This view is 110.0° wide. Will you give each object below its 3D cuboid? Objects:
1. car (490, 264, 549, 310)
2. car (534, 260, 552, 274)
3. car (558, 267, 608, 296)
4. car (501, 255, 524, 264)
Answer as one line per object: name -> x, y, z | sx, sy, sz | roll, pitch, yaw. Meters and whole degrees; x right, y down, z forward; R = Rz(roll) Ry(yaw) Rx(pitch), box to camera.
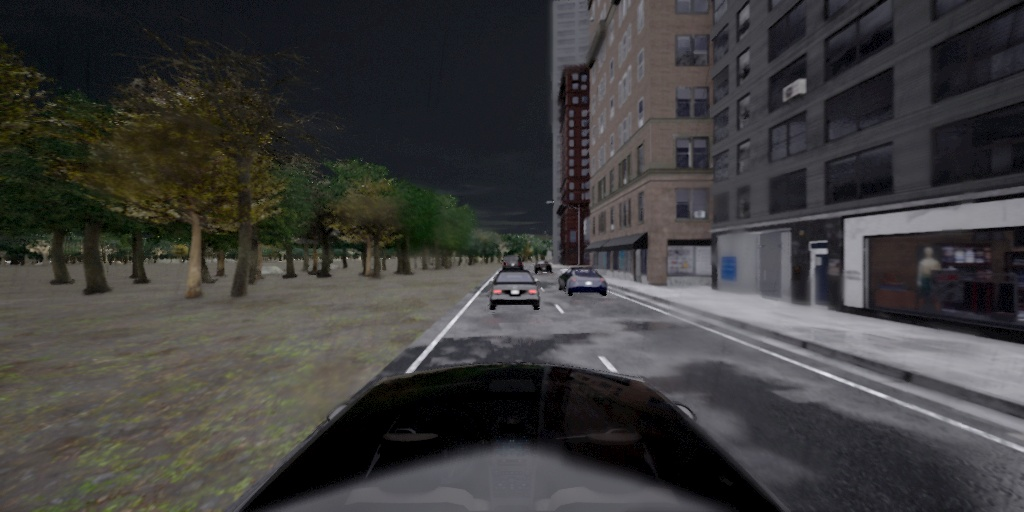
car -> 0.092, 1.239, 14.398 | 2.033, 1.411, 5.357 | 0, 0, 0
car -> 3.632, 1.256, 42.480 | 1.882, 1.535, 5.008 | 0, 0, 1
car -> 3.596, 1.246, 18.833 | 1.994, 1.385, 4.181 | 0, 0, 0
car -> 0.091, 0.960, 37.301 | 2.150, 2.045, 5.566 | 0, 0, 0
